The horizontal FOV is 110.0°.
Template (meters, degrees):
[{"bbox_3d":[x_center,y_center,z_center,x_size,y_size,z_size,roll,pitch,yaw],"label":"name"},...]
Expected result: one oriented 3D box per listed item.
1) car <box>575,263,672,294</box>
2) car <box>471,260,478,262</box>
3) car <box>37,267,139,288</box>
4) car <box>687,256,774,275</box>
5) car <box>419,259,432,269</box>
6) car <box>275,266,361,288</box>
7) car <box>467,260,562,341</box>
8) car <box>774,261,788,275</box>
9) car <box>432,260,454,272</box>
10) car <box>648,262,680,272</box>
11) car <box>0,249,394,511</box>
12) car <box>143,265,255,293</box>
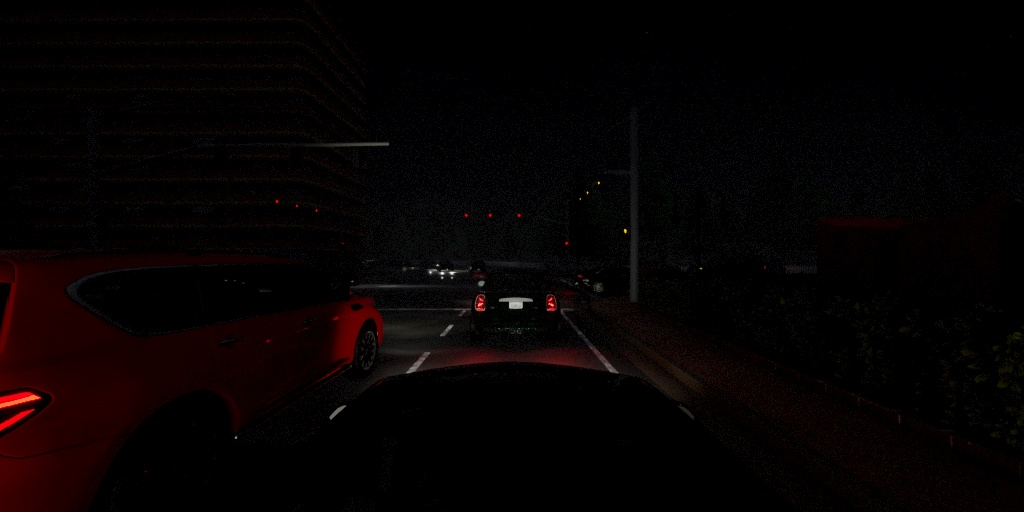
[{"bbox_3d":[6.100,1.308,20.415,4.892,1.490,1.837,0,0,0],"label":"car"},{"bbox_3d":[-4.390,1.254,44.565,1.837,1.490,4.892,1,0,-11],"label":"car"},{"bbox_3d":[-28.496,1.406,24.208,4.718,1.301,1.895,0,0,0],"label":"car"},{"bbox_3d":[16.389,1.027,27.529,5.566,2.045,2.150,0,0,0],"label":"car"},{"bbox_3d":[-13.211,1.241,56.609,2.128,1.511,4.902,0,0,-33],"label":"car"},{"bbox_3d":[-12.923,1.387,24.073,4.718,1.301,1.895,0,0,1],"label":"car"},{"bbox_3d":[0.096,1.102,9.993,2.097,1.767,4.553,0,0,0],"label":"car"},{"bbox_3d":[20.982,1.157,30.988,4.553,1.767,2.097,0,0,0],"label":"car"},{"bbox_3d":[-8.954,1.297,47.603,2.033,1.411,5.357,0,0,-18],"label":"car"},{"bbox_3d":[11.964,1.283,31.066,5.008,1.535,1.882,0,0,0],"label":"car"},{"bbox_3d":[-3.434,0.971,4.156,2.150,2.045,5.566,0,0,1],"label":"car"},{"bbox_3d":[-17.867,1.311,20.618,4.892,1.490,1.837,0,0,0],"label":"car"}]
